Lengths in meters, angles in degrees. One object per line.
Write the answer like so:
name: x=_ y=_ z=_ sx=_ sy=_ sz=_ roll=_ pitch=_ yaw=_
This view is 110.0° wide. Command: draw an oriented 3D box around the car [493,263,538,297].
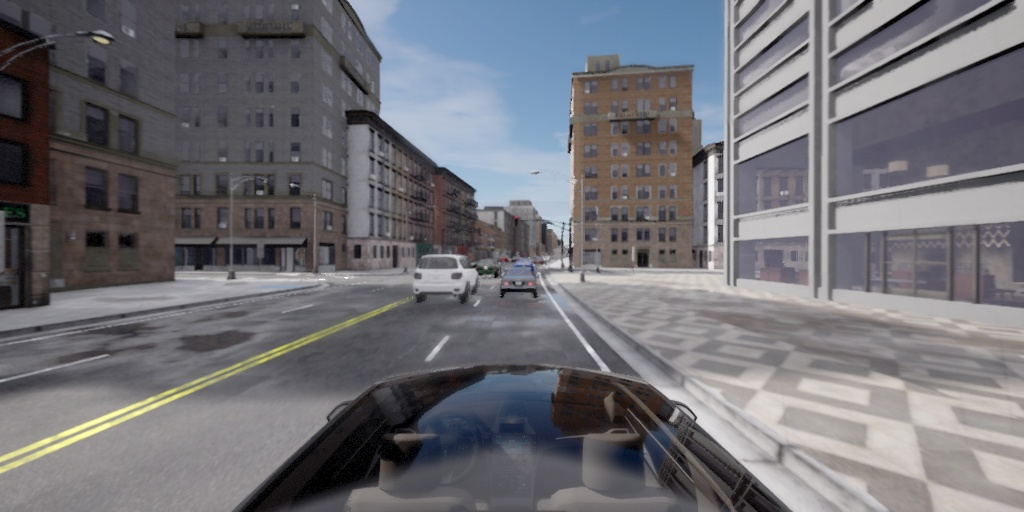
car: x=0.389 y=1.260 z=18.574 sx=2.033 sy=1.411 sz=5.357 roll=0 pitch=0 yaw=2

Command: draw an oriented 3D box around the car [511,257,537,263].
car: x=1.109 y=1.156 z=32.980 sx=1.882 sy=1.535 sz=5.008 roll=0 pitch=0 yaw=4

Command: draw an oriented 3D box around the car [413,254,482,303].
car: x=-2.905 y=0.939 z=16.758 sx=2.150 sy=2.045 sz=5.566 roll=0 pitch=0 yaw=2

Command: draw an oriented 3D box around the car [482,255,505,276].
car: x=-2.137 y=1.028 z=33.057 sx=2.097 sy=1.767 sz=4.553 roll=0 pitch=0 yaw=4
